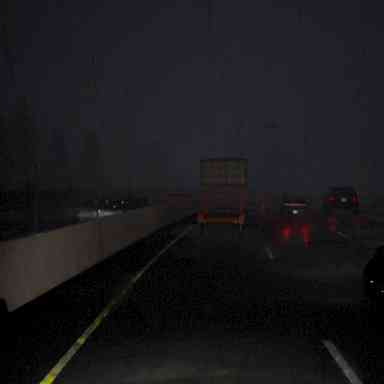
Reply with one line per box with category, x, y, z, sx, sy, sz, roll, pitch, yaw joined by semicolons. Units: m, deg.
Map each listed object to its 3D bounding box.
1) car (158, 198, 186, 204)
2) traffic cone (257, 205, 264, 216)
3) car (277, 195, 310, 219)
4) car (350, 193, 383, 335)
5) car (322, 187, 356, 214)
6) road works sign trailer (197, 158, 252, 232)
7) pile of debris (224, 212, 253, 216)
car;-1.523;0.708;31.496;1.882;1.535;5.008;0;1;19
traffic cone;4.821;1.386;23.595;0.340;0.580;0.340;0;1;14
car;6.938;0.945;22.734;2.128;1.511;4.902;0;1;15
car;3.776;1.149;3.037;2.150;2.045;5.566;0;1;3
car;11.518;0.602;25.980;2.150;2.045;5.566;0;1;18
road works sign trailer;1.664;0.047;17.139;2.380;3.560;2.880;0;1;14
pile of debris;3.378;1.586;23.963;1.860;0.140;1.500;0;1;14
